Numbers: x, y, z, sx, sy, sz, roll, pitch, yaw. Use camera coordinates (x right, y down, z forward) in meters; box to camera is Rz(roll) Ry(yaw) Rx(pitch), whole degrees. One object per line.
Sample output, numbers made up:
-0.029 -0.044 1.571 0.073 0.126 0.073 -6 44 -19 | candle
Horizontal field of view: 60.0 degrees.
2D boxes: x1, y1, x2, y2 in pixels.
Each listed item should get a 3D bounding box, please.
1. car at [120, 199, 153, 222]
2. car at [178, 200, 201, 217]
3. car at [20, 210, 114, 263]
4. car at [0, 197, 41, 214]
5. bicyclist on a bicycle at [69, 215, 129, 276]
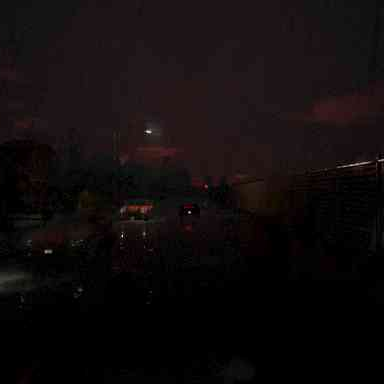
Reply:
-4.366 1.352 26.563 2.097 1.767 4.553 0 0 0 | car
-0.237 1.505 31.063 1.837 1.490 4.892 0 0 -1 | car
-4.219 1.478 12.209 1.882 1.535 5.008 0 0 -1 | car
-14.869 1.174 28.344 3.633 1.501 1.845 0 0 -3 | car
-2.510 1.453 8.918 1.656 1.620 0.582 -2 0 1 | bicyclist on a bicycle
